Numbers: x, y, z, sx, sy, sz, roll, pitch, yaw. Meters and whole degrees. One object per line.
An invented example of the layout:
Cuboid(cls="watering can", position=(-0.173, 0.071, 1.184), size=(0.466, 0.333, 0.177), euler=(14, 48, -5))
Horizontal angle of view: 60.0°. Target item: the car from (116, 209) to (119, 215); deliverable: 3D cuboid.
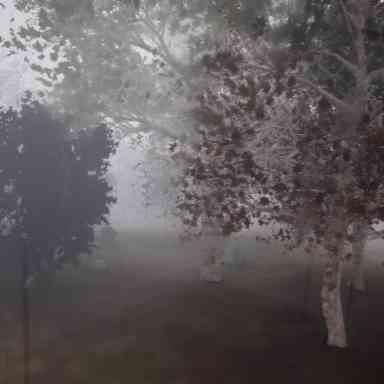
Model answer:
Cuboid(cls="car", position=(-16.896, 4.316, 69.334), size=(2.150, 2.045, 5.566), euler=(0, -2, -31))
